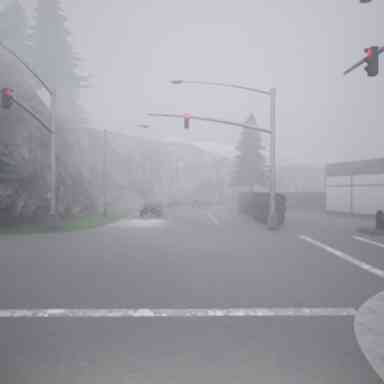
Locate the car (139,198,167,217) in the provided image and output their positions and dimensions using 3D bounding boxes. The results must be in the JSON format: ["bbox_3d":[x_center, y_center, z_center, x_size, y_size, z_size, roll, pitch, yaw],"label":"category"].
[{"bbox_3d":[-3.640,1.516,30.555,1.895,1.301,4.718,0,0,0],"label":"car"}]

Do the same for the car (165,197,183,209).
[{"bbox_3d":[-2.811,1.372,42.544,2.128,1.511,4.902,0,0,22],"label":"car"}]

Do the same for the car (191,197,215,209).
[{"bbox_3d":[1.399,1.387,42.790,1.837,1.490,4.892,-2,-1,21],"label":"car"}]
